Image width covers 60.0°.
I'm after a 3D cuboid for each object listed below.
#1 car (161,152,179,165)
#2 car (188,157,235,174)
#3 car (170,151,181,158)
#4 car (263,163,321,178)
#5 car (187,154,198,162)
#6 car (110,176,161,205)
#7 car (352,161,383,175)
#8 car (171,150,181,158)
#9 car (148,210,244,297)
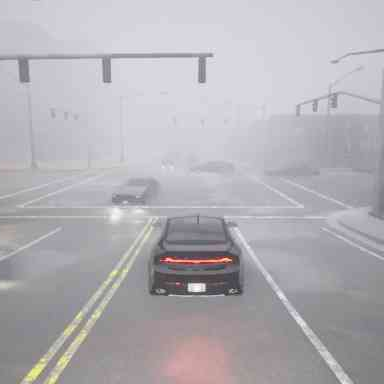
[{"bbox_3d":[-3.571,-4.895,50.684,2.033,1.411,5.357,0,9,0],"label":"car"},{"bbox_3d":[2.256,-2.731,36.352,4.892,1.490,1.837,0,9,0],"label":"car"},{"bbox_3d":[-3.537,-6.653,60.814,2.097,1.767,4.553,0,9,0],"label":"car"},{"bbox_3d":[9.821,-2.143,32.806,5.357,1.411,2.033,0,9,-1],"label":"car"},{"bbox_3d":[0.117,-5.864,57.081,1.994,1.385,4.181,0,9,0],"label":"car"},{"bbox_3d":[-3.230,-0.225,20.366,2.033,1.411,5.357,1,9,7],"label":"car"},{"bbox_3d":[20.549,-2.680,36.286,5.357,1.411,2.033,0,9,1],"label":"car"},{"bbox_3d":[-3.464,-8.093,70.992,1.882,1.535,5.008,0,9,0],"label":"car"},{"bbox_3d":[0.076,1.200,8.020,1.837,1.490,4.892,0,4,0],"label":"car"}]
